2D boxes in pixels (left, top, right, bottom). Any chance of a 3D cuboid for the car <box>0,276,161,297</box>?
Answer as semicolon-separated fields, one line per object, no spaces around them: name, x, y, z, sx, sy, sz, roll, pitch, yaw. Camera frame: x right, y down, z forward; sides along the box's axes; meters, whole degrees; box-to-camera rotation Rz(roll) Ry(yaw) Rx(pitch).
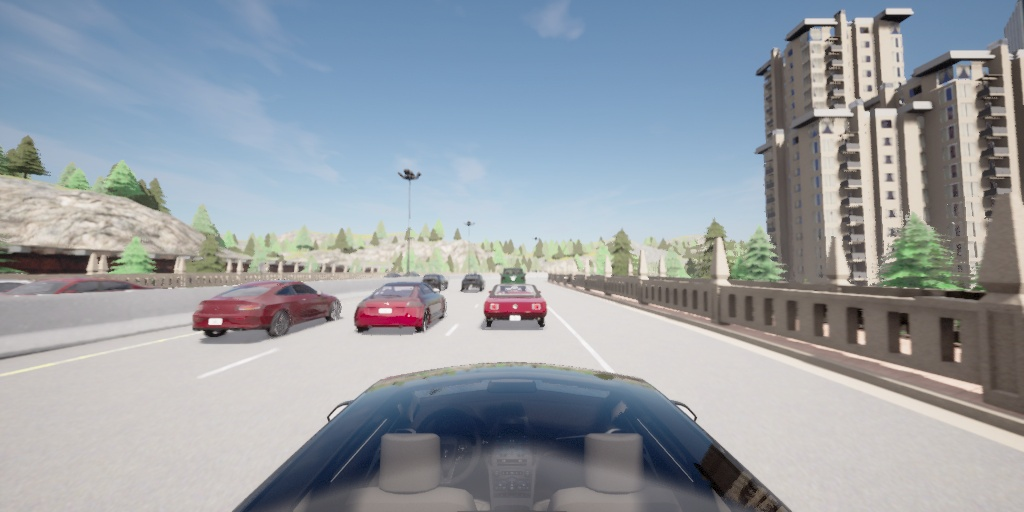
car;-14.103;1.426;11.353;1.882;1.535;5.008;0;-2;0

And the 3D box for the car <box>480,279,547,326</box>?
car;0.097;1.597;12.588;1.895;1.301;4.718;0;-2;0

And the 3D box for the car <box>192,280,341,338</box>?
car;-6.902;1.447;10.649;1.812;1.442;4.674;0;-2;0

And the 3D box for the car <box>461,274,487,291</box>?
car;-3.408;2.352;32.178;1.837;1.490;4.892;0;-2;0

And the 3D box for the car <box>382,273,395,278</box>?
car;-20.510;3.622;61.287;1.837;1.490;4.892;0;-3;5

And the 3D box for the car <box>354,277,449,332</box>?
car;-3.403;1.522;11.644;1.994;1.385;4.181;0;-2;0

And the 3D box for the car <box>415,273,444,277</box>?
car;-6.908;2.352;32.183;1.837;1.490;4.892;0;-2;0

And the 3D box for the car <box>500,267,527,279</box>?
car;0.092;2.041;31.557;2.150;2.045;5.566;0;-2;0

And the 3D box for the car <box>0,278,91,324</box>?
car;-17.603;1.493;11.849;1.812;1.442;4.674;0;-2;0

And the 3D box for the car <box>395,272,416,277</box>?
car;-17.121;3.409;59.914;2.097;1.767;4.553;0;-3;5
